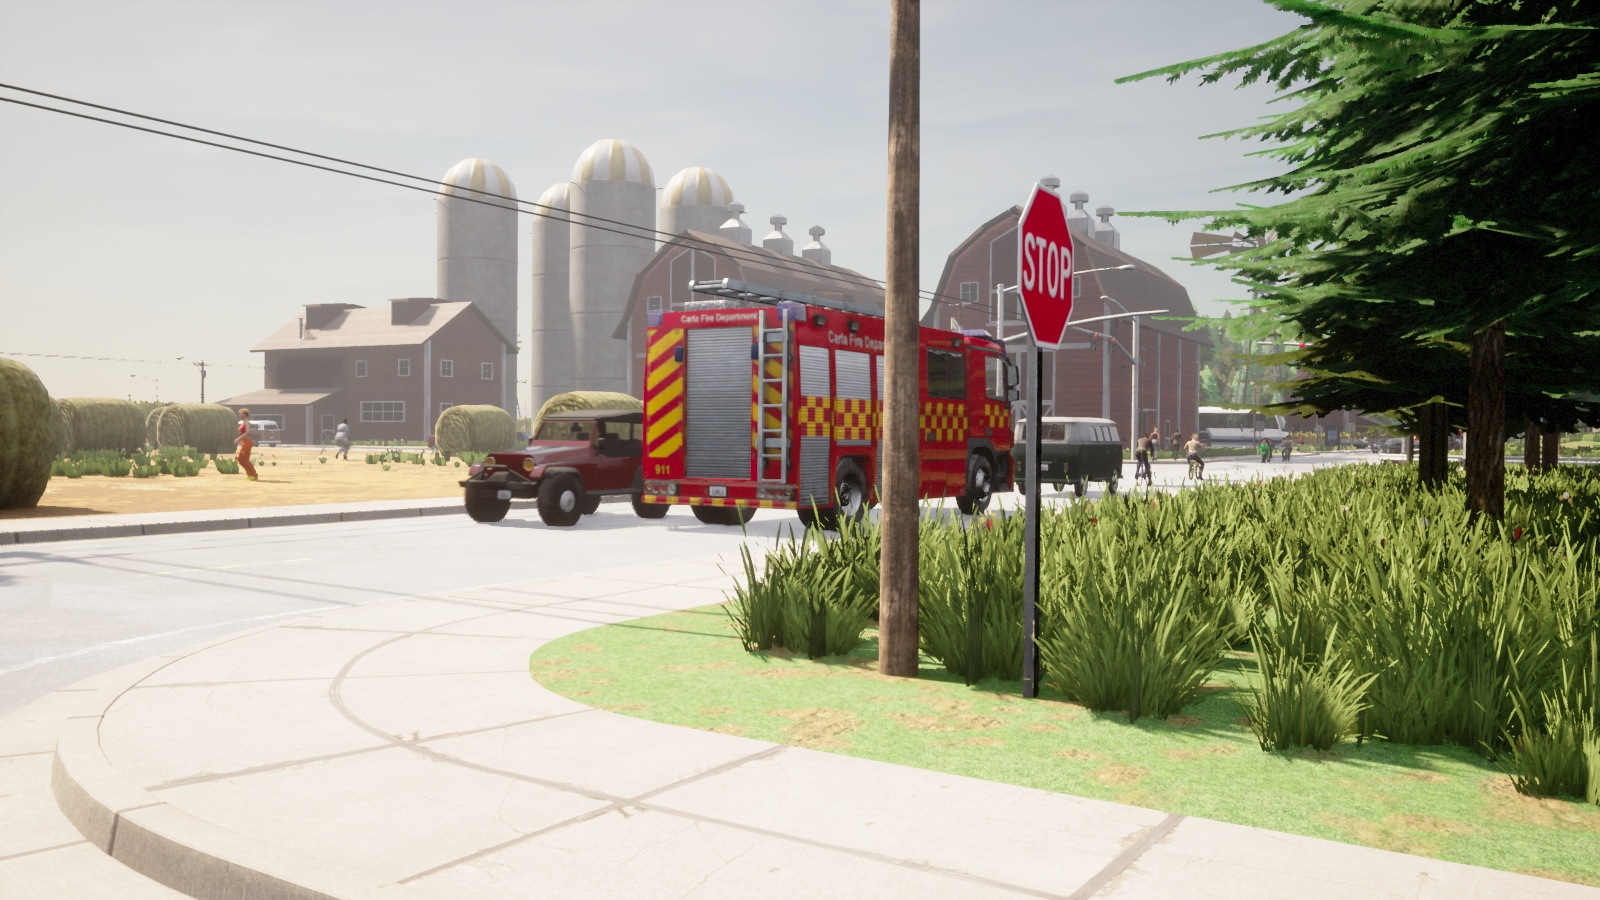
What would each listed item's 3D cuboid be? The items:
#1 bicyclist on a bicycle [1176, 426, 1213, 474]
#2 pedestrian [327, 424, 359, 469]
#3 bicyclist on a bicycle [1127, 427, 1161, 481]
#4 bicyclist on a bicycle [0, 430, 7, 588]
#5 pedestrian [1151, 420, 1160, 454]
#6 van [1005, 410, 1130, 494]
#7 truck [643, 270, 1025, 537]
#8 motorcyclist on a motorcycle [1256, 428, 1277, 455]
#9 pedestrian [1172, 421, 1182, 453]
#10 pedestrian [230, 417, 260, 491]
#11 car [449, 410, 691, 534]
[{"bbox_3d":[13.684,-0.015,43.524,0.866,1.612,1.509,0,1,31],"label":"bicyclist on a bicycle"},{"bbox_3d":[-19.083,-0.151,52.417,0.874,1.855,0.900,0,1,18],"label":"pedestrian"},{"bbox_3d":[10.448,0.104,38.093,0.582,1.620,1.656,0,1,31],"label":"bicyclist on a bicycle"},{"bbox_3d":[-8.918,0.613,12.470,0.866,1.612,1.509,0,1,29],"label":"bicyclist on a bicycle"},{"bbox_3d":[19.252,-0.691,68.005,0.345,1.836,0.594,0,1,34],"label":"pedestrian"},{"bbox_3d":[6.932,0.016,32.205,1.775,1.987,4.442,0,1,31],"label":"van"},{"bbox_3d":[1.040,-0.715,22.312,2.891,3.827,8.468,0,1,32],"label":"truck"},{"bbox_3d":[26.969,-0.487,72.584,0.797,1.523,2.044,0,1,31],"label":"motorcyclist on a motorcycle"},{"bbox_3d":[21.423,-0.747,71.368,0.328,1.805,0.869,0,1,32],"label":"pedestrian"},{"bbox_3d":[-13.800,0.090,31.224,0.594,1.836,0.345,-1,1,-34],"label":"pedestrian"},{"bbox_3d":[-3.759,0.308,21.130,1.905,1.878,3.866,0,1,31],"label":"car"}]
